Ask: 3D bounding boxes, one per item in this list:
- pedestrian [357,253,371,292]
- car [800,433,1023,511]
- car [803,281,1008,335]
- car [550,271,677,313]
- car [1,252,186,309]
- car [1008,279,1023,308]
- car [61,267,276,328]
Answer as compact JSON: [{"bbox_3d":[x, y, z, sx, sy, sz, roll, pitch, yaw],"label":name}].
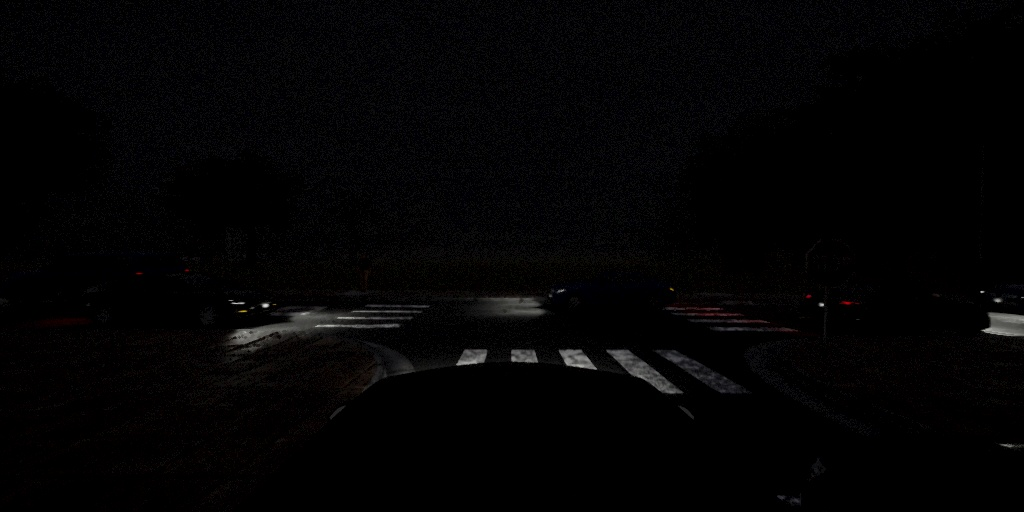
[{"bbox_3d":[-6.890,0.750,16.610,0.375,1.860,0.375,0,1,0],"label":"pedestrian"},{"bbox_3d":[2.638,1.302,0.438,2.007,1.370,4.403,0,0,0],"label":"car"},{"bbox_3d":[11.371,1.462,10.790,4.181,1.385,1.994,0,1,0],"label":"car"},{"bbox_3d":[3.823,1.280,13.728,4.674,1.442,1.812,1,1,0],"label":"car"},{"bbox_3d":[-15.600,0.853,13.691,5.566,2.045,2.150,0,1,0],"label":"car"},{"bbox_3d":[20.963,1.447,13.749,4.674,1.442,1.812,1,1,0],"label":"car"},{"bbox_3d":[-9.829,1.229,10.755,4.892,1.490,1.837,0,1,0],"label":"car"}]
